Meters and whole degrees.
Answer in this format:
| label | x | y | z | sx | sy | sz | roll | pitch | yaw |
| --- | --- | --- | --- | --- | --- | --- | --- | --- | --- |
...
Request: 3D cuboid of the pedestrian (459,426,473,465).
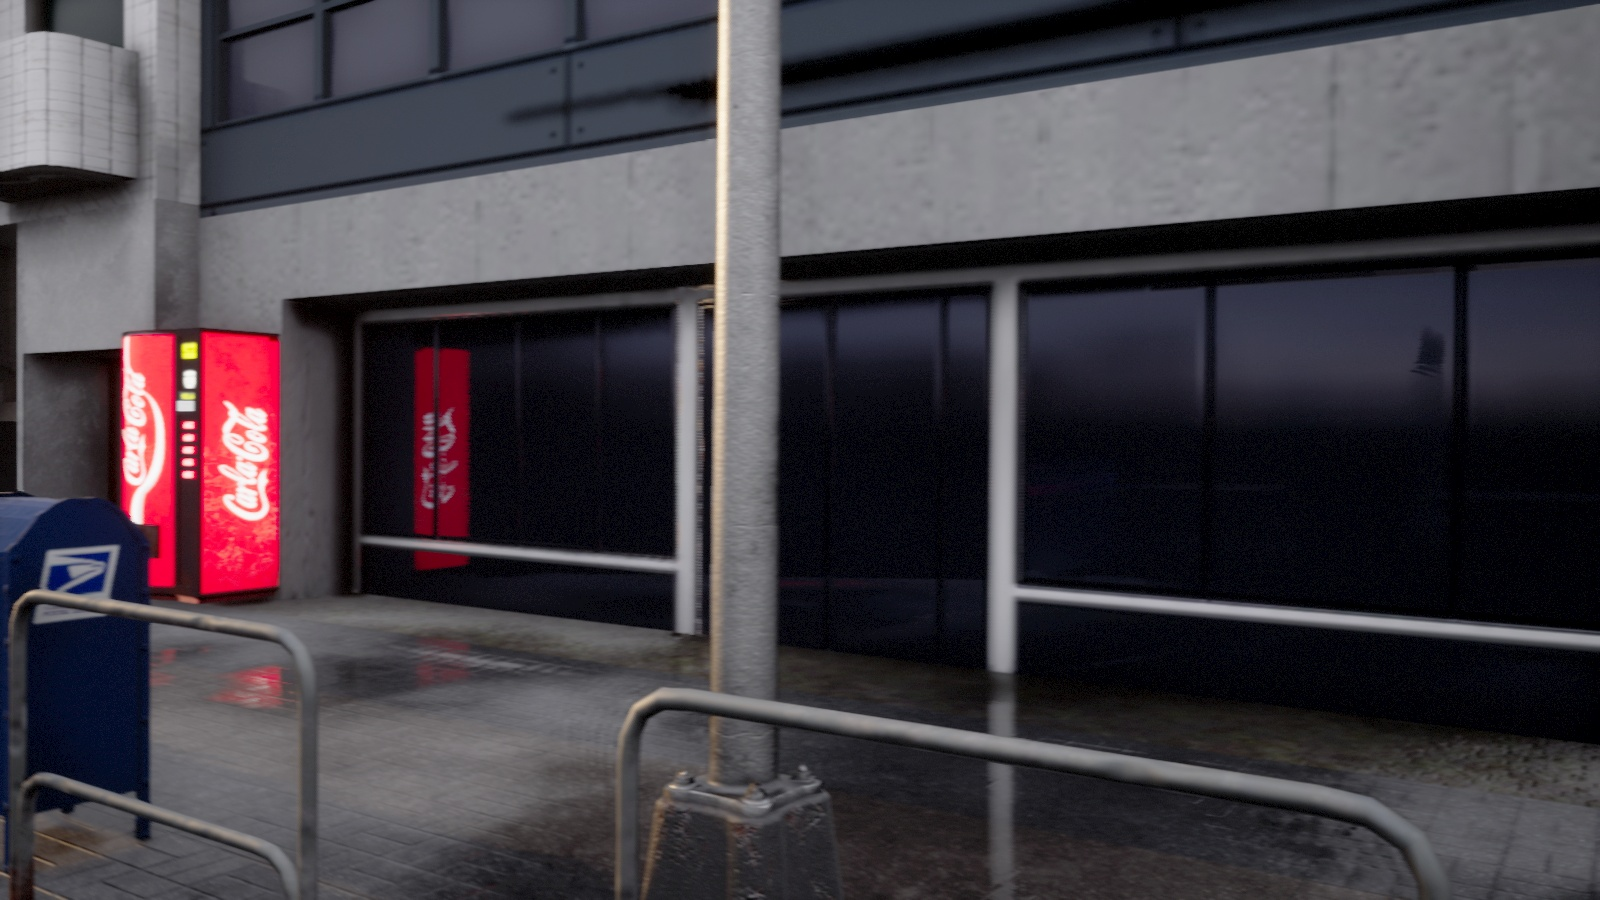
| label | x | y | z | sx | sy | sz | roll | pitch | yaw |
| --- | --- | --- | --- | --- | --- | --- | --- | --- | --- |
| pedestrian | -15.601 | -0.220 | 58.672 | 0.594 | 1.836 | 0.345 | -1 | 1 | -24 |
